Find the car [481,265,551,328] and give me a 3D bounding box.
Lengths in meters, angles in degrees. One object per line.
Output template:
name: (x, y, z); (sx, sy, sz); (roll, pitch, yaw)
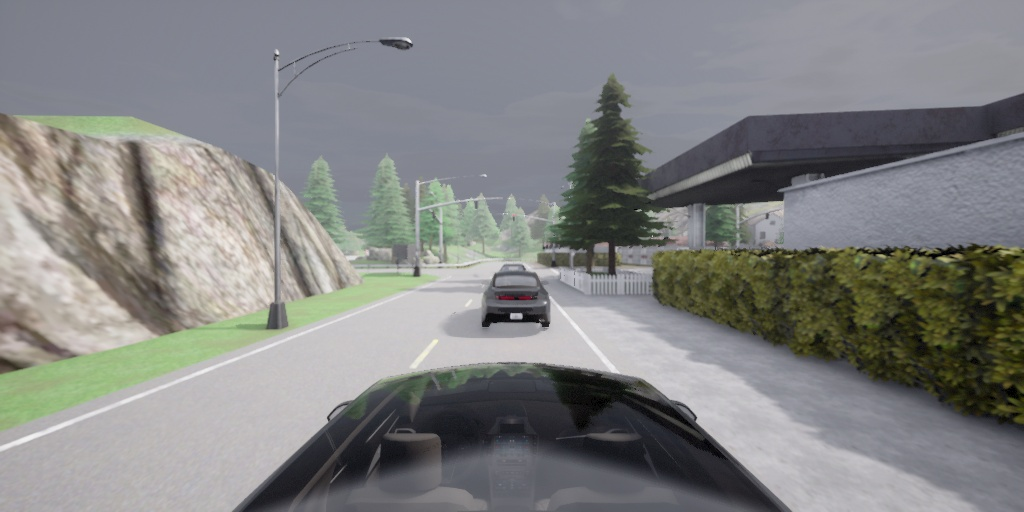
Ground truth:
car: (0.101, 1.187, 11.098); (1.837, 1.490, 4.892); (0, 1, 0)
